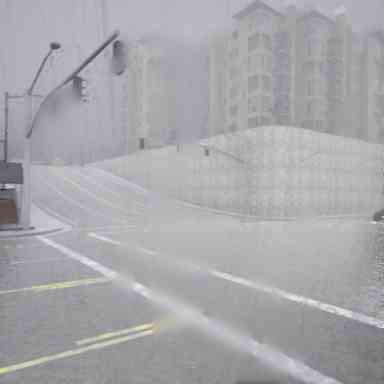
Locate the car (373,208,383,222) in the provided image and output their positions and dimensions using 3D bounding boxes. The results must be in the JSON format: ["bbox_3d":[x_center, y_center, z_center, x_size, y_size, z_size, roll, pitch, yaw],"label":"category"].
[{"bbox_3d":[18.018,1.979,29.745,4.181,1.385,1.994,1,-1,-36],"label":"car"}]
